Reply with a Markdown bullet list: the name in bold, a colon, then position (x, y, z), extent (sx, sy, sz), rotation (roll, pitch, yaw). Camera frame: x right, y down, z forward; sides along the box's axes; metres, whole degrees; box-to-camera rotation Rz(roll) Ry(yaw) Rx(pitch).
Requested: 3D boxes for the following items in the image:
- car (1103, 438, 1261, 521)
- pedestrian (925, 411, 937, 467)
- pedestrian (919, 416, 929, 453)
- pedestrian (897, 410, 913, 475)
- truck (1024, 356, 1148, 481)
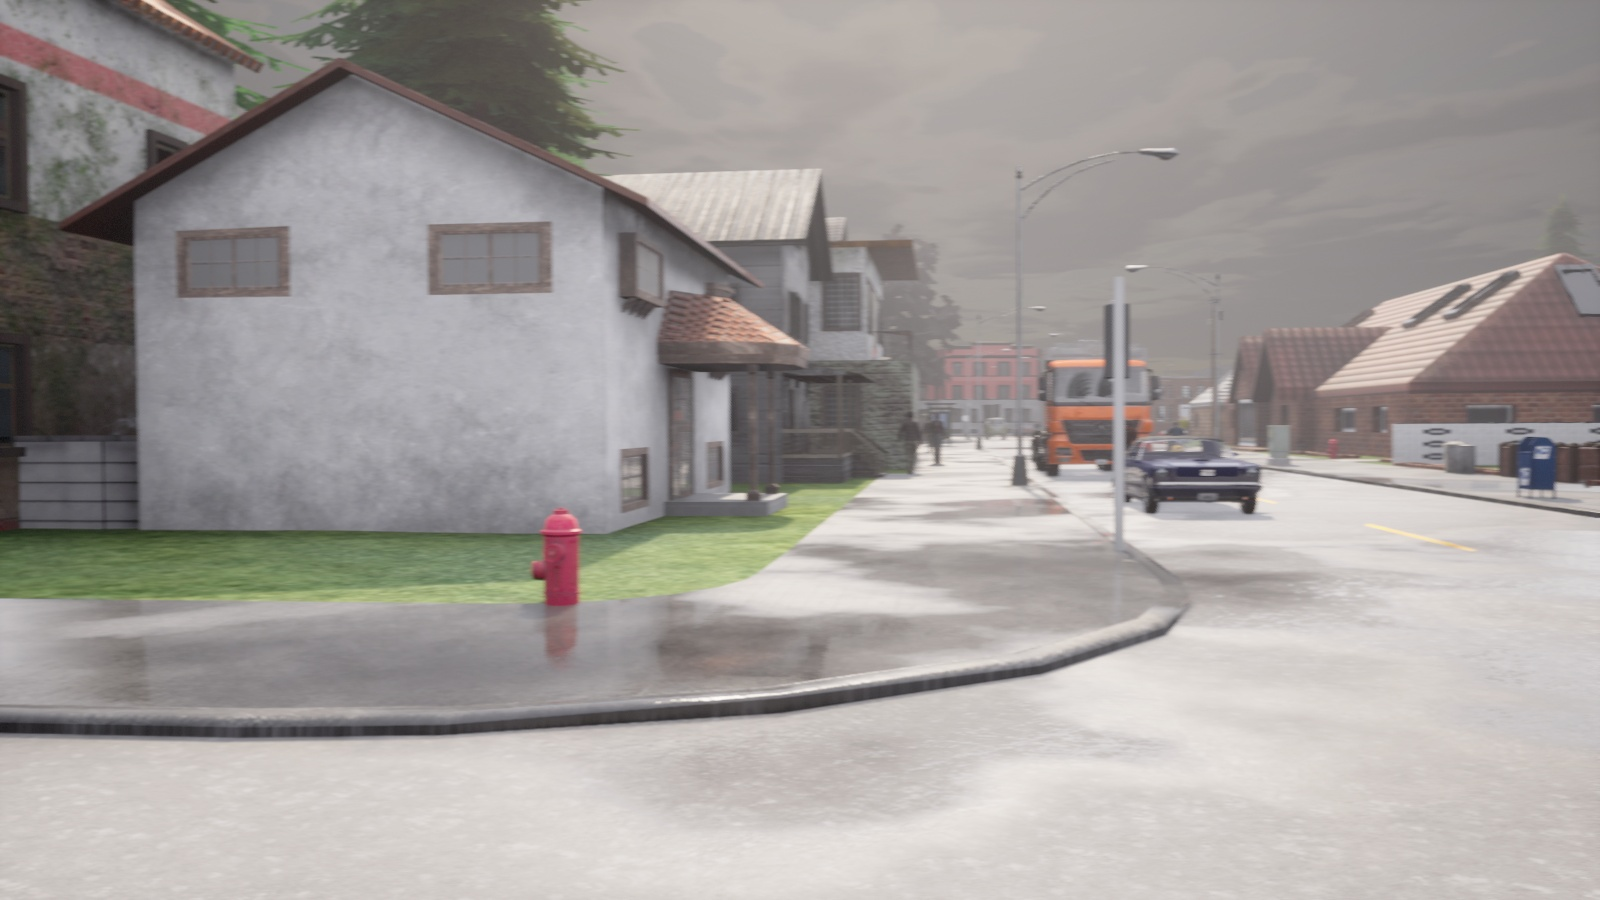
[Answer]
- **car**: position (6.818, 0.453, 22.921), extent (1.895, 1.301, 4.718), rotation (0, 1, 6)
- **pedestrian**: position (4.564, -0.383, 43.835), extent (0.402, 1.930, 0.666), rotation (0, 1, 6)
- **pedestrian**: position (6.130, -0.769, 62.237), extent (0.431, 1.840, 0.703), rotation (0, 1, 10)
- **pedestrian**: position (3.009, -0.221, 36.037), extent (0.431, 1.840, 0.703), rotation (0, 1, 6)
- **truck**: position (8.655, -0.963, 38.904), extent (2.891, 3.462, 7.936), rotation (0, 1, 7)
